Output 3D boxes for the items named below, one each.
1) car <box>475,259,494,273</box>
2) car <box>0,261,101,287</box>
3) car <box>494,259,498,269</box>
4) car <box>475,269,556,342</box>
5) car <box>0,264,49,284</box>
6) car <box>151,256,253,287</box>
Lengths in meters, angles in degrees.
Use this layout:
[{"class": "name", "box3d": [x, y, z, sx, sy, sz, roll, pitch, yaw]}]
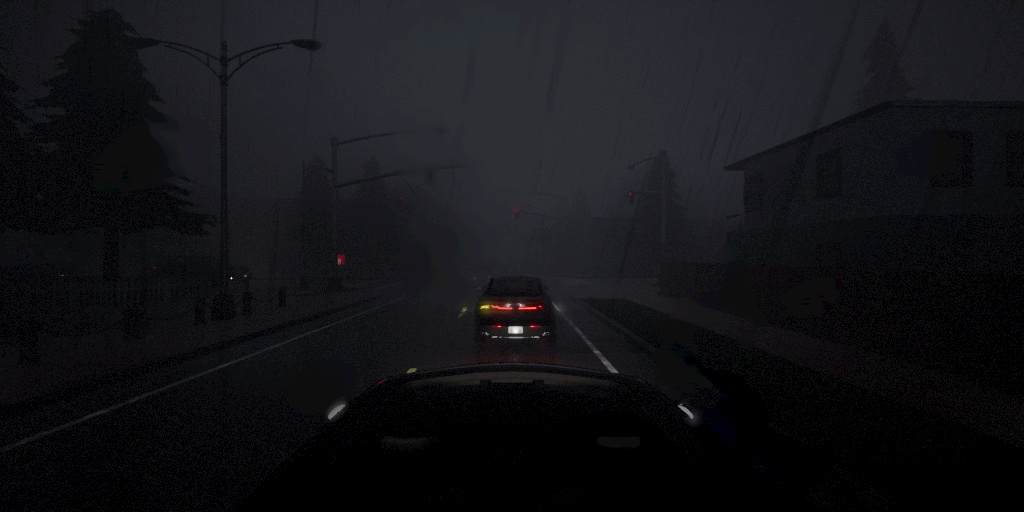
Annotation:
[{"class": "car", "box3d": [-3.496, 1.276, 44.151, 1.812, 1.442, 4.674, 0, 0, -1]}, {"class": "car", "box3d": [-31.103, 1.257, 23.748, 4.902, 1.511, 2.128, 0, 0, -1]}, {"class": "car", "box3d": [-3.461, 1.276, 54.300, 1.812, 1.442, 4.674, 0, 0, 0]}, {"class": "car", "box3d": [0.092, 1.255, 9.715, 1.837, 1.490, 4.892, 0, 0, 0]}, {"class": "car", "box3d": [-38.580, 1.329, 27.225, 4.181, 1.385, 1.994, 0, 0, -2]}, {"class": "car", "box3d": [-20.665, 0.987, 24.025, 5.566, 2.045, 2.150, 0, 0, -1]}]
